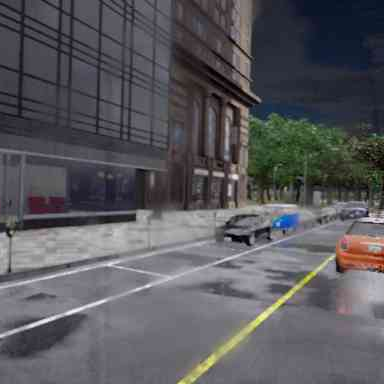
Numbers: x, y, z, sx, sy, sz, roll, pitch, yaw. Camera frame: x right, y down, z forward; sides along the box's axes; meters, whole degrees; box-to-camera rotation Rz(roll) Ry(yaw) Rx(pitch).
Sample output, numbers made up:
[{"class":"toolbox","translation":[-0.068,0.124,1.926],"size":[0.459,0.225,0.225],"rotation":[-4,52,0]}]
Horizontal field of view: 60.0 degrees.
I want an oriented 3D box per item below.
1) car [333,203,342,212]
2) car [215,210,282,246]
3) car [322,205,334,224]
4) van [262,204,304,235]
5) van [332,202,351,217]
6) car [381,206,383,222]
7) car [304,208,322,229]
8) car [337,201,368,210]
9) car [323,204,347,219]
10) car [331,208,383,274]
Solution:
[{"class":"car","translation":[14.119,2.212,34.898],"size":[1.752,1.417,4.829],"rotation":[1,-1,32]},{"class":"car","translation":[2.740,1.771,16.566],"size":[1.947,1.339,4.313],"rotation":[1,-1,32]},{"class":"car","translation":[11.341,2.134,30.423],"size":[1.947,1.339,4.313],"rotation":[1,-1,32]},{"class":"van","translation":[5.613,1.667,21.187],"size":[1.690,1.788,3.998],"rotation":[1,-1,32]},{"class":"van","translation":[19.948,2.276,44.281],"size":[1.690,1.788,3.998],"rotation":[1,-1,32]},{"class":"car","translation":[22.057,2.397,36.754],"size":[1.801,1.575,5.366],"rotation":[1,-1,32]},{"class":"car","translation":[8.386,1.969,25.660],"size":[1.752,1.417,4.829],"rotation":[1,-1,32]},{"class":"car","translation":[16.620,1.976,33.808],"size":[2.150,2.045,5.566],"rotation":[1,-1,32]},{"class":"car","translation":[17.078,2.253,39.661],"size":[1.967,1.590,4.097],"rotation":[1,-1,32]},{"class":"car","translation":[6.126,1.617,10.896],"size":[2.097,1.767,4.553],"rotation":[1,0,32]}]
